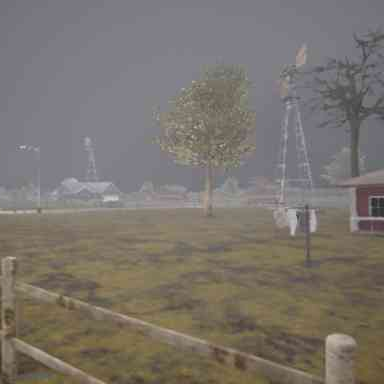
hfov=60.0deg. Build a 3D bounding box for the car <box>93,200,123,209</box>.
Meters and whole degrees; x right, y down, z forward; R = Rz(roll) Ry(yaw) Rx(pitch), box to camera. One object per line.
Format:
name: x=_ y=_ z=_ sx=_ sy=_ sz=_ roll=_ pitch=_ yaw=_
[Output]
car: x=-14.077 y=2.065 z=55.905 sx=2.033 sy=1.411 sz=5.357 roll=-2 pitch=-2 yaw=36
